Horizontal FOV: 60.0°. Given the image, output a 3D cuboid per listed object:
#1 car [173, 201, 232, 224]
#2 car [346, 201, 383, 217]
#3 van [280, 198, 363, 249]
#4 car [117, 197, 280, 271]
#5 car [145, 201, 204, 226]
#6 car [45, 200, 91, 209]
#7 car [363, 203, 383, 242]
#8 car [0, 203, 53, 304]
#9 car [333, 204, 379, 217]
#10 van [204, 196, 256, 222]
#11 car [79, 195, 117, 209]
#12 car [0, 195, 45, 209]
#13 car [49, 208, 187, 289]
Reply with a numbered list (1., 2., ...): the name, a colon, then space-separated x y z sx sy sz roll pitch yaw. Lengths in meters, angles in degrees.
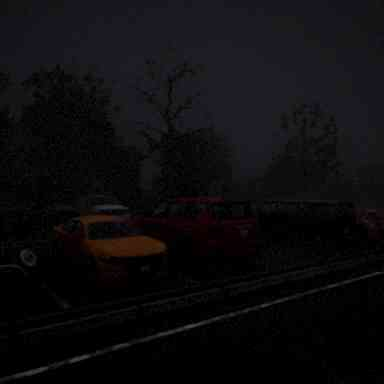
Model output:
1. car: 0.691 1.560 27.082 1.946 1.575 5.366 1 -1 -36
2. car: 22.500 2.163 42.578 2.185 1.767 4.553 2 -1 -35
3. van: 4.812 1.283 14.847 1.878 1.987 4.442 1 0 -36
4. car: -0.157 1.196 11.152 2.435 2.045 5.566 1 0 -36
5. car: -1.469 1.520 25.528 1.946 1.575 5.366 1 0 -36
6. car: -8.254 1.445 20.390 2.231 1.521 4.892 0 0 -36
7. car: 7.325 1.423 16.552 2.185 1.767 4.553 1 -1 -36
8. car: -4.974 1.296 7.653 2.185 1.767 4.553 0 0 -36
9. car: 19.951 2.222 40.686 2.002 1.452 4.674 2 -1 -36
10. van: 3.138 1.385 28.472 1.878 1.987 4.442 1 -1 -36
11. car: -5.981 1.208 22.015 2.435 2.045 5.566 0 0 -36
12. car: -10.399 1.181 18.803 2.435 2.045 5.566 0 0 -36
13. car: -2.504 1.434 9.416 2.097 1.535 5.008 0 0 -36
